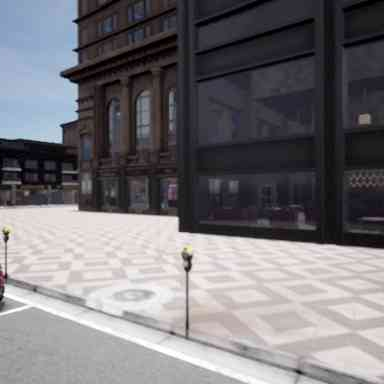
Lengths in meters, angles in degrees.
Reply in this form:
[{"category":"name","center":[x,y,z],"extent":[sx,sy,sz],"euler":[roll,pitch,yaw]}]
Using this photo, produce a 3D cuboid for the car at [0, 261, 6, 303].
[{"category":"car","center":[-5.716,1.497,6.921],"extent":[4.097,1.590,1.967],"euler":[0,0,35]}]
